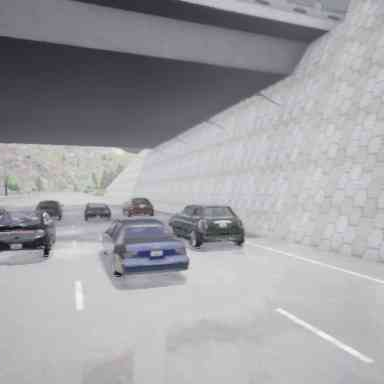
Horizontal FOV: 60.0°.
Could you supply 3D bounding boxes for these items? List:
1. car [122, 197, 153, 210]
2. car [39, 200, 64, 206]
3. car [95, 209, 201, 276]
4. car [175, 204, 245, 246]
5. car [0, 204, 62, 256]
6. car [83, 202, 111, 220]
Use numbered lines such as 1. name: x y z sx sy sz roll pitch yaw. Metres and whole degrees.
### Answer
1. car: -4.774 1.222 28.826 2.097 1.767 4.553 0 0 -20
2. car: -11.460 1.396 26.736 1.837 1.490 4.892 0 1 -20
3. car: -1.692 1.501 10.300 2.033 1.411 5.357 0 0 -20
4. car: 0.451 1.281 14.669 2.097 1.767 4.553 0 0 -20
5. car: -6.187 1.441 12.445 2.128 1.511 4.902 0 0 -20
6. car: -7.663 1.486 26.530 1.895 1.301 4.718 0 0 -20
